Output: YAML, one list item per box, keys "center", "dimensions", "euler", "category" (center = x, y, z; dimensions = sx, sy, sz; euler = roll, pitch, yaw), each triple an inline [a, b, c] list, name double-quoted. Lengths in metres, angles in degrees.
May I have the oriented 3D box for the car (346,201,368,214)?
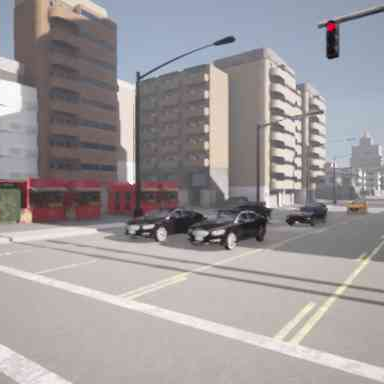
- center: [20.821, 1.868, 41.829]
  dimensions: [1.882, 1.535, 5.008]
  euler: [0, -1, 35]
  category: "car"

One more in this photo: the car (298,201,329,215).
- center: [14.236, 1.854, 38.633]
  dimensions: [2.033, 1.411, 5.357]
  euler: [0, -1, 35]
  category: "car"

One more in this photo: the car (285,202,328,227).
- center: [8.546, 1.686, 24.498]
  dimensions: [2.033, 1.411, 5.357]
  euler: [0, 0, 35]
  category: "car"

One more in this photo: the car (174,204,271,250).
- center: [1.667, 1.520, 14.685]
  dimensions: [2.128, 1.511, 4.902]
  euler: [0, 0, 35]
  category: "car"

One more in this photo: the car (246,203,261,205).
- center: [4.146, 1.580, 24.310]
  dimensions: [1.882, 1.535, 5.008]
  euler: [0, 0, 35]
  category: "car"

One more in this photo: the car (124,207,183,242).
- center: [-1.242, 1.508, 16.634]
  dimensions: [2.128, 1.511, 4.902]
  euler: [0, 0, 35]
  category: "car"
